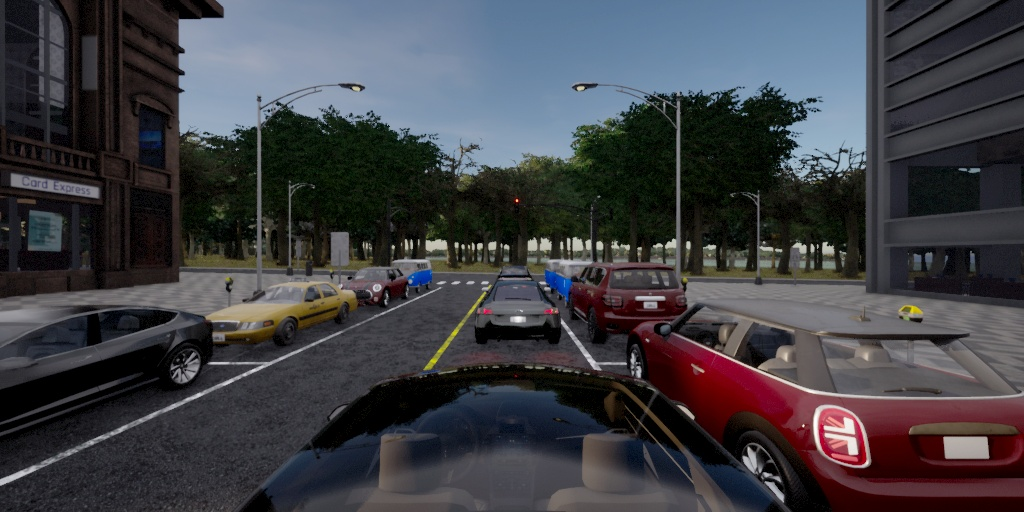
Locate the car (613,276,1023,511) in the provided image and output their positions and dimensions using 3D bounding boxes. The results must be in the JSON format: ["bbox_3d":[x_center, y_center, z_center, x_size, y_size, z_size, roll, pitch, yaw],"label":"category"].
[{"bbox_3d":[2.767,1.190,4.120,1.967,1.591,4.097,0,0,0],"label":"car"}]

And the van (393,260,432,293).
[{"bbox_3d":[-5.723,1.091,20.451,1.690,1.789,3.998,0,0,0],"label":"van"}]

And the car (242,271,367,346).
[{"bbox_3d":[-5.747,1.275,9.406,1.751,1.417,4.829,0,0,0],"label":"car"}]

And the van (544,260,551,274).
[{"bbox_3d":[2.802,1.091,20.433,1.690,1.789,3.998,0,0,0],"label":"van"}]

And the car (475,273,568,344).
[{"bbox_3d":[0.121,1.314,9.607,1.994,1.385,4.181,0,0,0],"label":"car"}]

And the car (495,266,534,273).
[{"bbox_3d":[0.136,1.242,18.488,2.128,1.511,4.902,0,0,0],"label":"car"}]

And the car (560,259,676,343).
[{"bbox_3d":[2.779,1.064,9.558,2.192,1.841,5.009,0,0,0],"label":"car"}]

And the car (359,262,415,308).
[{"bbox_3d":[-5.735,1.190,15.013,1.967,1.591,4.097,0,0,0],"label":"car"}]

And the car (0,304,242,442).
[{"bbox_3d":[-5.758,1.315,4.138,1.948,1.339,4.313,0,0,0],"label":"car"}]

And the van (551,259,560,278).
[{"bbox_3d":[2.790,1.091,14.995,1.690,1.789,3.998,0,0,0],"label":"van"}]
